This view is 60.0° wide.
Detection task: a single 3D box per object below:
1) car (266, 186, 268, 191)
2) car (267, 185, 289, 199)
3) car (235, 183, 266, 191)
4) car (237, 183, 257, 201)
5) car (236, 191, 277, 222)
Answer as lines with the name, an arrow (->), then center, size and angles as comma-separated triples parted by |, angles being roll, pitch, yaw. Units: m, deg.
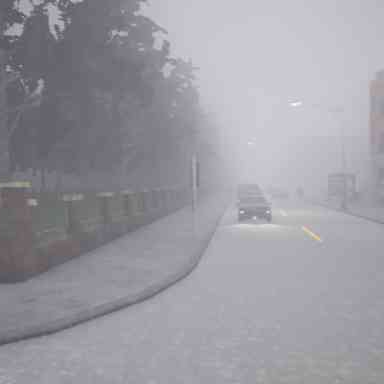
car -> 12.556, -0.273, 52.898 | 1.837, 1.490, 4.892 | -1, 2, 8
car -> 11.150, 0.113, 42.501 | 1.994, 1.385, 4.181 | -1, 2, 8
car -> 5.130, 0.241, 30.160 | 2.150, 2.045, 5.566 | -1, 2, 8
car -> 6.540, -0.063, 39.772 | 2.150, 2.045, 5.566 | -1, 2, 9
car -> 3.679, 0.885, 20.092 | 2.033, 1.411, 5.357 | -1, 2, 8
